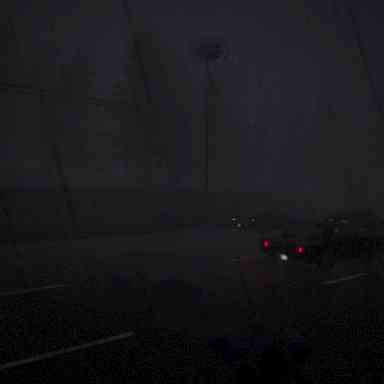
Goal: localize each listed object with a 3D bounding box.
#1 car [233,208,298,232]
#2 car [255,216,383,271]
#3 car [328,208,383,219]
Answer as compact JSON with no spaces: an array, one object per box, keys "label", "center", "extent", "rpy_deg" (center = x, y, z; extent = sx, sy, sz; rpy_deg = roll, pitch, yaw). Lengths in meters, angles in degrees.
[{"label":"car","center":[4.507,1.689,19.875],"extent":[4.674,1.442,1.812],"rpy_deg":[1,0,-35]},{"label":"car","center":[4.608,1.712,11.369],"extent":[4.718,1.301,1.895],"rpy_deg":[1,0,-35]},{"label":"car","center":[9.620,1.711,19.216],"extent":[4.892,1.490,1.837],"rpy_deg":[0,0,-35]}]
